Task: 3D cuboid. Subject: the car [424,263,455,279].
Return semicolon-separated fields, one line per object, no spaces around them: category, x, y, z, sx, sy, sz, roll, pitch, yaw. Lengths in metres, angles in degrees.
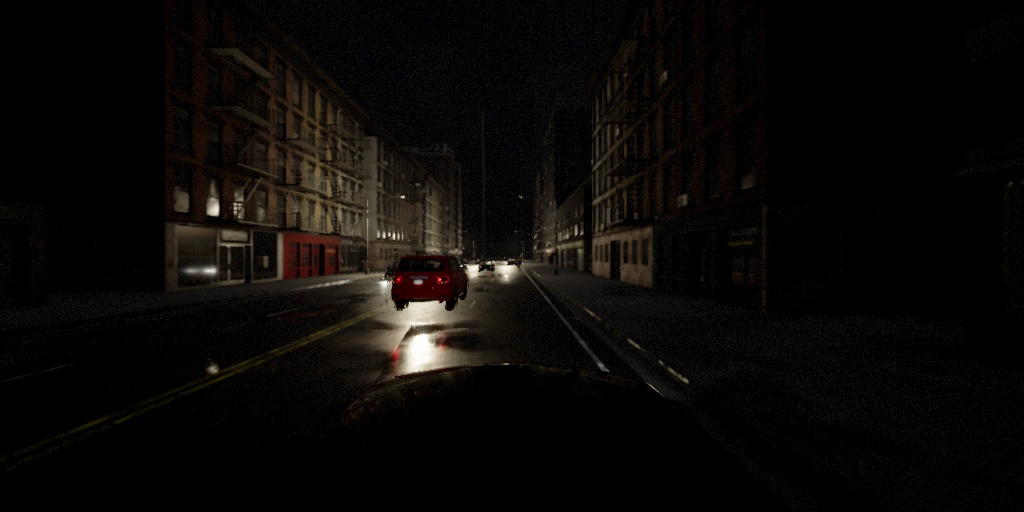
car;-6.599;1.351;33.124;1.895;1.301;4.718;0;0;0

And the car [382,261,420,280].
car;-9.848;1.227;32.297;1.882;1.535;5.008;0;0;0

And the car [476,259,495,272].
car;-3.155;1.353;45.702;1.895;1.301;4.718;0;0;0

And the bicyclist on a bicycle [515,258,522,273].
bicyclist on a bicycle;0.888;1.123;43.426;0.659;1.776;1.843;0;0;0

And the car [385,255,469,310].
car;-3.152;0.971;14.750;2.150;2.045;5.566;0;0;0
